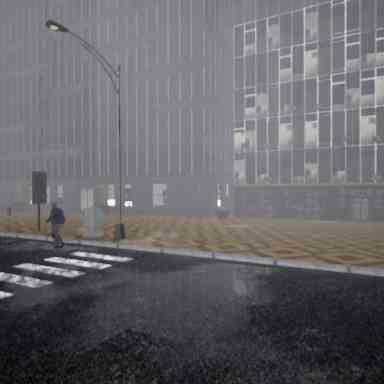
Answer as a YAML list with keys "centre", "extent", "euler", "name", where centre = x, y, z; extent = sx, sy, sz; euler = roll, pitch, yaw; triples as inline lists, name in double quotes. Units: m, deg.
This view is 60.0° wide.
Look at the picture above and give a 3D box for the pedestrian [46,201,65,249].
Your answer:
- centre: [-5.067, 1.200, 12.389]
  extent: [0.375, 1.860, 0.375]
  euler: [0, 0, 28]
  name: "pedestrian"
